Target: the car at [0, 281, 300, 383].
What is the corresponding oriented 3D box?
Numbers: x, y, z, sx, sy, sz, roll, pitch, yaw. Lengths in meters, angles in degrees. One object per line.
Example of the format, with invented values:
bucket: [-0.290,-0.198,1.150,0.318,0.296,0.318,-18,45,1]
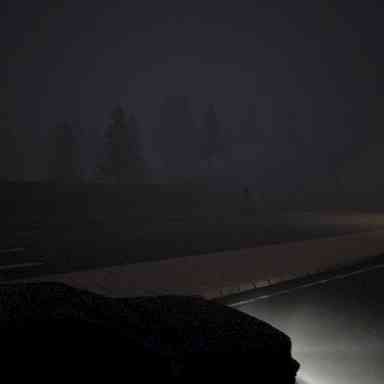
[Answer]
car: [-1.480,1.547,2.688,5.357,1.411,2.033,0,0,-35]
